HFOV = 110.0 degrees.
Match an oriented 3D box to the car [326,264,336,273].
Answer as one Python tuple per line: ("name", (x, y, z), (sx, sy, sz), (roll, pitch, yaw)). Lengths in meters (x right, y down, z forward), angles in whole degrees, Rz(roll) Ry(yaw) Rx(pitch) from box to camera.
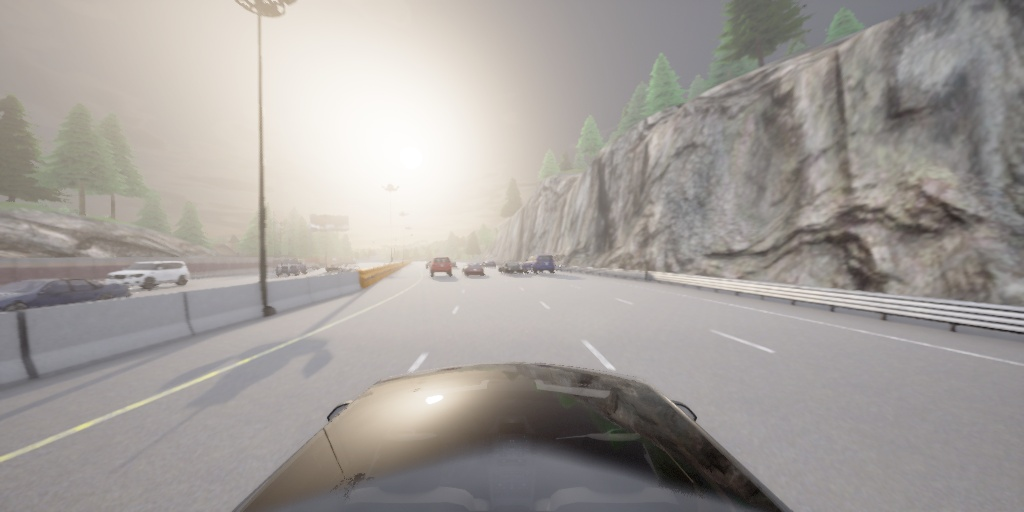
("car", (-26.145, 1.784, 53.184), (1.895, 1.301, 4.718), (-1, 0, -14))

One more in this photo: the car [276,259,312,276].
("car", (-27.733, 1.423, 45.383), (2.150, 2.045, 5.566), (-1, 0, -14))

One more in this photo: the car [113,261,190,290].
("car", (-26.915, 1.407, 26.802), (2.150, 2.045, 5.566), (-1, 0, -11))

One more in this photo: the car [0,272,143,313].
("car", (-18.110, 1.586, 13.944), (2.033, 1.411, 5.357), (-1, 0, -5))

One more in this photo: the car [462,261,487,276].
("car", (-4.252, 1.398, 38.782), (1.994, 1.385, 4.181), (-1, 0, -13))

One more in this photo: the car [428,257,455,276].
("car", (-7.817, 1.111, 39.326), (2.150, 2.045, 5.566), (-1, 0, -14))

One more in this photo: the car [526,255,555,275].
("car", (2.936, 0.943, 39.624), (2.150, 2.045, 5.566), (-1, 0, -14))

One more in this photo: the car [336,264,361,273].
("car", (-20.632, 1.694, 45.894), (1.895, 1.301, 4.718), (-1, 0, -14))

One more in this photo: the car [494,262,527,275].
("car", (-0.230, 1.372, 39.668), (1.895, 1.301, 4.718), (-1, 0, -15))
